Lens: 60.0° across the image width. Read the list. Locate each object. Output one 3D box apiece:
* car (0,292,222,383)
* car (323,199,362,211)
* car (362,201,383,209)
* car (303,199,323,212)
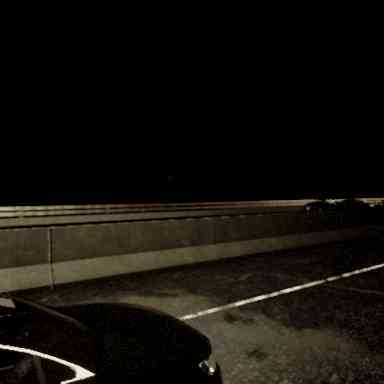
[{"bbox_3d":[-1.973,1.505,2.340,4.892,1.490,1.837,0,0,-36],"label":"car"},{"bbox_3d":[15.134,1.459,31.982,5.008,1.535,1.882,0,0,-35],"label":"car"},{"bbox_3d":[17.615,1.472,29.452,4.902,1.511,2.128,0,0,-35],"label":"car"},{"bbox_3d":[13.848,1.472,35.363,4.902,1.511,2.128,0,0,-35],"label":"car"}]
